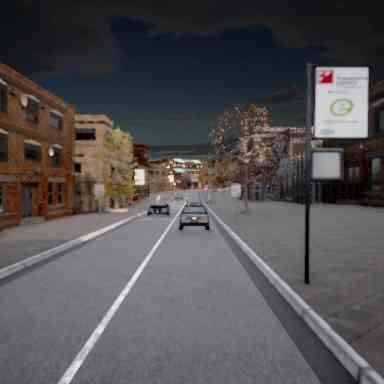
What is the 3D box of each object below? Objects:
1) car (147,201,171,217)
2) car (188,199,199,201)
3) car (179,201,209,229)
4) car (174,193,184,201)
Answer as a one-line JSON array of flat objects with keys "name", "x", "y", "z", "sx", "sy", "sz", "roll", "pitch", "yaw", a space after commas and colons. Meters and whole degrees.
[{"name": "car", "x": -3.021, "y": 1.550, "z": 31.264, "sx": 1.994, "sy": 1.385, "sz": 4.181, "roll": 0, "pitch": 0, "yaw": 0}, {"name": "car", "x": 0.217, "y": 1.583, "z": 42.738, "sx": 1.895, "sy": 1.301, "sz": 4.718, "roll": 0, "pitch": 0, "yaw": 0}, {"name": "car", "x": 0.142, "y": 1.538, "z": 21.242, "sx": 2.033, "sy": 1.411, "sz": 5.357, "roll": 0, "pitch": 0, "yaw": 0}, {"name": "car", "x": -2.794, "y": 1.044, "z": 72.617, "sx": 1.837, "sy": 1.490, "sz": 4.892, "roll": 0, "pitch": 2, "yaw": 0}]
